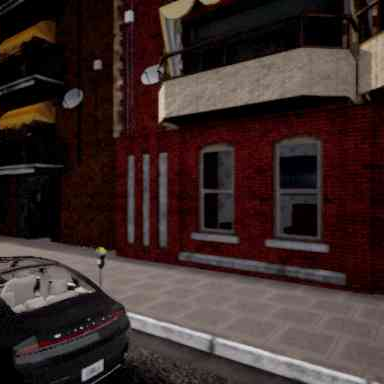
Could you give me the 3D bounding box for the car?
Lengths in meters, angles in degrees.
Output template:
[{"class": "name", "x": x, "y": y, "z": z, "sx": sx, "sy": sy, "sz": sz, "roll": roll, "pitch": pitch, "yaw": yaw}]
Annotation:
[{"class": "car", "x": -2.792, "y": 1.602, "z": 4.656, "sx": 4.403, "sy": 1.369, "sz": 2.008, "roll": -1, "pitch": 0, "yaw": 35}]
